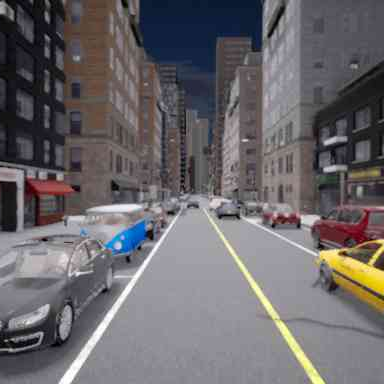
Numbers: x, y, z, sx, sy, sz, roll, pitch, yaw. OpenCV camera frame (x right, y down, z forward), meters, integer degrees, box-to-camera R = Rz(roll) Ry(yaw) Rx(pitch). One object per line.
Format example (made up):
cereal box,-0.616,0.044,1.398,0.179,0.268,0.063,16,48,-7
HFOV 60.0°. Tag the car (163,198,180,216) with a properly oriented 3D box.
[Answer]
car,-2.552,1.628,33.736,1.947,1.339,4.313,0,0,0

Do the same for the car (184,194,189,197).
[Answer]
car,-2.336,1.795,81.841,1.802,1.307,4.206,0,0,0

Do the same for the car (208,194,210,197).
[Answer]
car,6.249,1.848,92.613,2.008,1.369,4.403,0,0,0

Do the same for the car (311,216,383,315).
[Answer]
car,3.913,1.486,6.068,1.801,1.575,5.366,0,0,0

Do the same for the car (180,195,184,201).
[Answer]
car,-2.510,1.530,44.739,1.967,1.590,4.097,0,0,0

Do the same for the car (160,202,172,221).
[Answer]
car,-2.593,1.619,22.733,1.802,1.307,4.206,0,0,0

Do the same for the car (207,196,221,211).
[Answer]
car,3.172,1.635,42.590,1.812,1.442,4.674,0,0,1

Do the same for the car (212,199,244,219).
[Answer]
car,3.162,1.643,30.034,1.994,1.385,4.181,0,0,0

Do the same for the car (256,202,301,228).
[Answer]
car,5.932,1.515,22.701,1.967,1.590,4.097,0,0,0

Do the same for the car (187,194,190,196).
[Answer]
car,-2.275,1.809,92.657,2.008,1.369,4.403,0,0,0

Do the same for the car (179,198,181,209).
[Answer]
car,-2.532,1.658,39.237,1.802,1.307,4.206,0,0,0

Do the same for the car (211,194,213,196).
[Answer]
car,6.189,1.691,81.796,1.967,1.590,4.097,0,0,0

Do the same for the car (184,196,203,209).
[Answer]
car,0.176,1.658,48.061,2.033,1.411,5.357,0,0,1

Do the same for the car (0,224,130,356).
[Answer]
car,-2.656,1.552,6.229,2.008,1.369,4.403,0,0,0

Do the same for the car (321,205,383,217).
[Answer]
car,5.891,1.366,11.698,2.192,1.841,5.009,0,0,0

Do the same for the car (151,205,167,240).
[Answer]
car,-2.614,1.591,17.232,1.947,1.339,4.313,0,0,0

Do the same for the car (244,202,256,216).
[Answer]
car,5.973,1.652,33.704,2.008,1.369,4.403,0,0,0

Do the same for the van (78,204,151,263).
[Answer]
van,-2.635,1.354,11.731,1.690,1.788,3.998,0,0,0

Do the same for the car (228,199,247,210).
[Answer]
car,6.015,1.694,44.706,1.947,1.339,4.313,0,0,0
